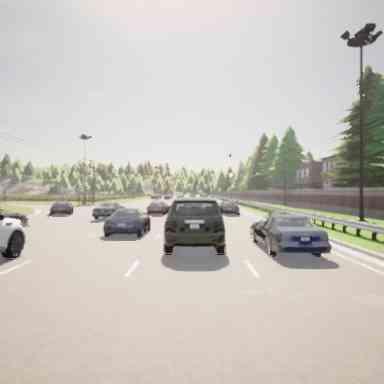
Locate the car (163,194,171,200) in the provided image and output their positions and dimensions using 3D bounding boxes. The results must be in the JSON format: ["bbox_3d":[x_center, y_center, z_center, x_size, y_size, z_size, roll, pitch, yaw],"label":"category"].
[{"bbox_3d":[-7.002,1.466,93.449,1.837,1.490,4.892,0,0,0],"label":"car"}]

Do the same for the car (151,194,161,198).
[{"bbox_3d":[-10.502,1.466,93.449,1.837,1.490,4.892,0,0,0],"label":"car"}]

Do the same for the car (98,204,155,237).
[{"bbox_3d":[-3.403,1.559,18.066,1.994,1.385,4.181,0,0,0],"label":"car"}]

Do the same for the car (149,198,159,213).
[{"bbox_3d":[-3.404,1.553,33.573,1.994,1.385,4.181,0,0,0],"label":"car"}]

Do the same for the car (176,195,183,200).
[{"bbox_3d":[-3.502,1.519,93.866,1.994,1.385,4.181,0,0,0],"label":"car"}]

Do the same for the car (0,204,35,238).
[{"bbox_3d":[-10.403,1.484,17.328,2.128,1.511,4.902,0,0,0],"label":"car"}]

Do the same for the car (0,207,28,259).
[{"bbox_3d":[-6.915,1.221,9.357,2.150,2.045,5.566,0,0,0],"label":"car"}]

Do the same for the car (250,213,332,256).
[{"bbox_3d":[3.595,1.543,13.044,2.033,1.411,5.357,0,0,0],"label":"car"}]

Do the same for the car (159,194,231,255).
[{"bbox_3d":[0.094,1.217,13.489,2.150,2.045,5.566,0,0,0],"label":"car"}]

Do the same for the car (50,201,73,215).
[{"bbox_3d":[-13.026,1.552,33.340,1.994,1.385,4.181,0,0,-17],"label":"car"}]

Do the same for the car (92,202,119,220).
[{"bbox_3d":[-6.905,1.537,28.132,2.033,1.411,5.357,0,0,0],"label":"car"}]

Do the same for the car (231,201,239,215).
[{"bbox_3d":[3.597,1.554,33.646,1.994,1.385,4.181,0,0,0],"label":"car"}]

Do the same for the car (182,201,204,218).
[{"bbox_3d":[0.096,1.591,31.443,1.895,1.301,4.718,0,0,0],"label":"car"}]

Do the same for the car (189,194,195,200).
[{"bbox_3d":[-0.002,1.465,93.449,1.837,1.490,4.892,0,0,0],"label":"car"}]
